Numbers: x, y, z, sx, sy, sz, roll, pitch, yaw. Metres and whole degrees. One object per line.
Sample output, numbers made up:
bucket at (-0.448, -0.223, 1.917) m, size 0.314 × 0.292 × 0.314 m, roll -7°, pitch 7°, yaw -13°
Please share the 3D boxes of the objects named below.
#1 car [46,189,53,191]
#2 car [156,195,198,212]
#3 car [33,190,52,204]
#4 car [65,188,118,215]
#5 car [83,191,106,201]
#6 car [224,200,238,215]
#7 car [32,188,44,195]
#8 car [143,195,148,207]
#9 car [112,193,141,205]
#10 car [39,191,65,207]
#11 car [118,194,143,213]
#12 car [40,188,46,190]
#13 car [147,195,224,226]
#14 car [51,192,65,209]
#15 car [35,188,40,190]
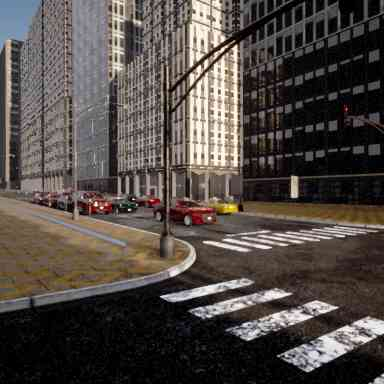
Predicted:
car at (-28.044, 0.214, 68.518) m, size 2.008 × 1.369 × 4.403 m, roll 1°, pitch 0°, yaw -36°
car at (-1.555, 1.066, 32.193) m, size 1.947 × 1.339 × 4.313 m, roll 1°, pitch 0°, yaw -36°
car at (-18.254, 0.793, 40.869) m, size 1.802 × 1.307 × 4.206 m, roll 1°, pitch 0°, yaw -36°
car at (-8.316, 0.841, 27.248) m, size 2.192 × 1.841 × 5.009 m, roll 1°, pitch 0°, yaw -36°
car at (-14.800, 0.646, 50.356) m, size 1.947 × 1.339 × 4.313 m, roll 1°, pitch 0°, yaw -36°
car at (1.725, 1.127, 27.844) m, size 1.752 × 1.417 × 4.829 m, roll 1°, pitch 0°, yaw -36°
car at (-37.974, -0.208, 82.140) m, size 1.967 × 1.590 × 4.097 m, roll 1°, pitch 0°, yaw -36°
car at (-4.867, 0.977, 36.734) m, size 1.802 × 1.307 × 4.206 m, roll 1°, pitch 0°, yaw -36°
car at (-8.178, 0.856, 41.274) m, size 1.947 × 1.339 × 4.313 m, roll 1°, pitch 0°, yaw -36°
car at (-14.942, 0.861, 36.329) m, size 1.887 × 1.381 × 4.507 m, roll 1°, pitch 0°, yaw -36°
car at (-6.448, 1.112, 29.055) m, size 1.895 × 1.301 × 4.718 m, roll 0°, pitch 1°, yaw -36°
car at (-31.355, 0.104, 73.059) m, size 1.887 × 1.381 × 4.507 m, roll 1°, pitch 0°, yaw -36°
car at (-0.540, 1.177, 20.942) m, size 1.882 × 1.535 × 5.008 m, roll 0°, pitch 1°, yaw -38°
car at (-11.632, 0.987, 31.790) m, size 1.947 × 1.339 × 4.313 m, roll 1°, pitch 0°, yaw -36°
car at (-34.664, -0.104, 77.599) m, size 1.967 × 1.590 × 4.097 m, roll 1°, pitch 0°, yaw -36°
